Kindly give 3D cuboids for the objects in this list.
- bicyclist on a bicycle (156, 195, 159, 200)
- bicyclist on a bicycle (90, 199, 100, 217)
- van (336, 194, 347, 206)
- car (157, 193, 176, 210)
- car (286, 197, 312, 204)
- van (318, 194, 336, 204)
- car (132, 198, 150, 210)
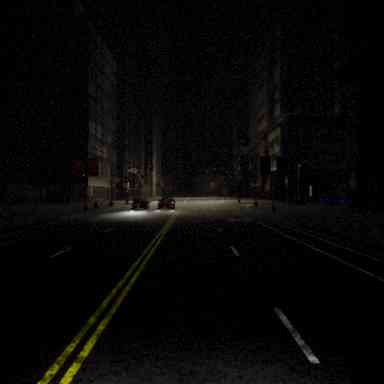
[{"bbox_3d":[-8.733,1.432,85.210,0.866,1.612,1.509,0,0,0],"label":"bicyclist on a bicycle"},{"bbox_3d":[-8.750,1.429,30.159,0.866,1.612,1.509,0,0,0],"label":"bicyclist on a bicycle"},{"bbox_3d":[24.712,1.265,50.855,3.998,1.788,1.690,0,0,0],"label":"van"},{"bbox_3d":[-3.248,1.340,42.869,2.097,1.767,4.553,0,0,0],"label":"car"},{"bbox_3d":[19.129,1.494,59.404,4.403,1.369,2.008,0,0,0],"label":"car"},{"bbox_3d":[24.747,1.272,59.380,3.998,1.788,1.690,0,0,0],"label":"van"},{"bbox_3d":[-6.498,1.486,42.782,2.128,1.511,4.902,0,0,0],"label":"car"}]
